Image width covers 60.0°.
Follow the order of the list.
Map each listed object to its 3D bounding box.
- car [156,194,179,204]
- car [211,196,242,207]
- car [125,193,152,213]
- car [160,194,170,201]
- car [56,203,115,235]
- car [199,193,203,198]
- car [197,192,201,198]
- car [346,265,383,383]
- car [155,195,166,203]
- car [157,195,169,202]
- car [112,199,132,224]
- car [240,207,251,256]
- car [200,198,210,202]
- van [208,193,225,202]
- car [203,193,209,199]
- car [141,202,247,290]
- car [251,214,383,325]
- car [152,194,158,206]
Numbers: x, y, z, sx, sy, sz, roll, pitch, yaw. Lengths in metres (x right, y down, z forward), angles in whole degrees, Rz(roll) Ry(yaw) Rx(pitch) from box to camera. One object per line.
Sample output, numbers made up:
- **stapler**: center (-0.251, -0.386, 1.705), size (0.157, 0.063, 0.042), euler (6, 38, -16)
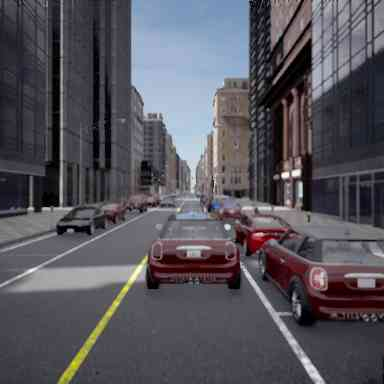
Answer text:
- **car**: center (-3.174, 1.377, 44.131), size (2.033, 1.411, 5.357), euler (0, 0, 0)
- **car**: center (2.634, 1.344, 23.904), size (1.967, 1.590, 4.097), euler (1, 0, 0)
- **car**: center (-5.911, 1.177, 35.144), size (2.192, 1.841, 5.009), euler (1, 0, 0)
- **car**: center (-5.983, 1.248, 74.347), size (1.752, 1.417, 4.829), euler (1, 0, 0)
- **car**: center (-5.882, 1.492, 18.272), size (1.947, 1.339, 4.313), euler (1, 0, 0)
- **car**: center (2.584, 1.241, 52.025), size (1.967, 1.590, 4.097), euler (1, 0, 0)
- **car**: center (2.565, 1.076, 63.274), size (2.192, 1.841, 5.009), euler (1, 0, 0)
- **car**: center (2.674, 1.538, 1.407), size (1.887, 1.381, 4.507), euler (1, 0, 0)
- **car**: center (-5.963, 1.288, 63.098), size (1.752, 1.417, 4.829), euler (1, 0, 0)
- **car**: center (-5.974, 1.287, 68.892), size (1.887, 1.381, 4.507), euler (1, 0, 0)
- **car**: center (-5.892, 1.449, 23.896), size (1.887, 1.381, 4.507), euler (1, 0, 0)
- **car**: center (2.654, 1.493, 12.656), size (1.887, 1.381, 4.507), euler (1, 0, 0)
- **car**: center (0.020, 1.449, 24.818), size (2.033, 1.411, 5.357), euler (0, 0, 0)
- **van**: center (2.625, 1.224, 29.528), size (1.690, 1.788, 3.998), euler (1, 0, 0)
- **car**: center (2.615, 1.177, 35.152), size (2.192, 1.841, 5.009), euler (1, 0, 0)
- **car**: center (0.042, 1.314, 9.139), size (2.097, 1.767, 4.553), euler (0, 0, 0)
- **car**: center (2.665, 1.411, 7.031), size (1.967, 1.590, 4.097), euler (1, 0, 0)
- **car**: center (-5.933, 1.366, 46.394), size (1.887, 1.381, 4.507), euler (1, 0, 0)
